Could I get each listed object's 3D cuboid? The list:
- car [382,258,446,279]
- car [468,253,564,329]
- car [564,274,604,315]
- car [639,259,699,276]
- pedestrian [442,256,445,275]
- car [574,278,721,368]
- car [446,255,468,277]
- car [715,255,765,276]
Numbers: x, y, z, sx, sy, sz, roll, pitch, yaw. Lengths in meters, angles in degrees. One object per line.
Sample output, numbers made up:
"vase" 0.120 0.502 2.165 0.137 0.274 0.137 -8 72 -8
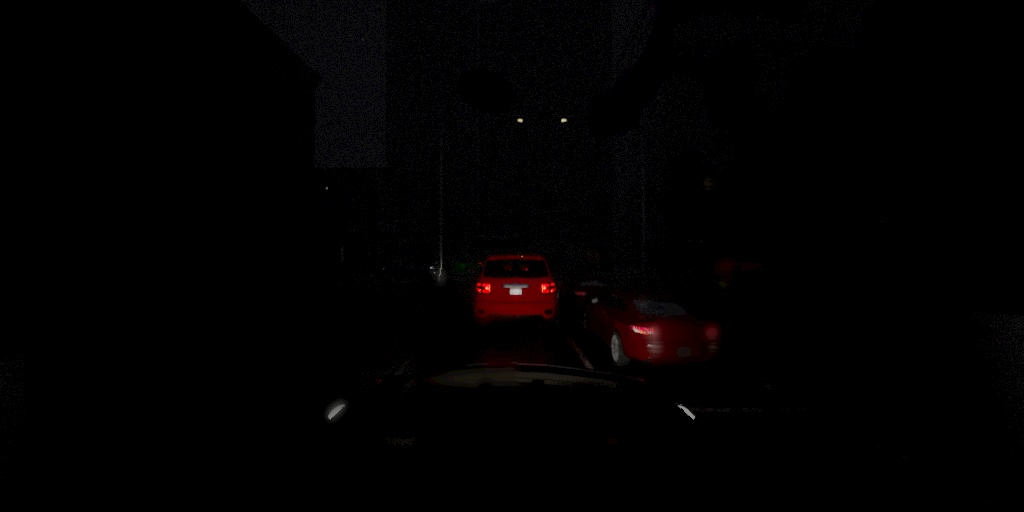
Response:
"car" -8.114 1.040 29.234 4.553 1.767 2.097 -1 -1 0
"car" 0.114 0.933 11.232 2.150 2.045 5.566 0 0 0
"car" 2.655 1.286 12.996 1.802 1.307 4.207 0 0 0
"car" 13.987 0.999 32.057 5.008 1.535 1.882 -1 -1 0
"pedestrian" -6.774 0.902 35.088 0.375 1.860 0.375 0 0 0
"car" 2.646 1.308 7.557 1.802 1.307 4.207 0 0 0
"car" -5.108 0.922 32.166 5.566 2.045 2.150 -1 -1 0
"car" 19.171 0.786 29.081 4.553 1.767 2.097 0 -1 0
